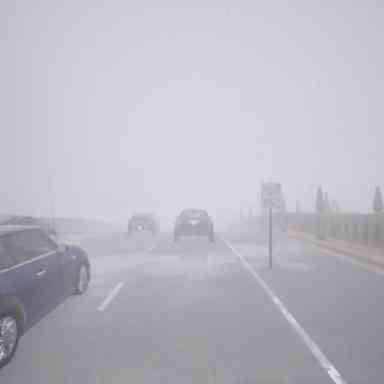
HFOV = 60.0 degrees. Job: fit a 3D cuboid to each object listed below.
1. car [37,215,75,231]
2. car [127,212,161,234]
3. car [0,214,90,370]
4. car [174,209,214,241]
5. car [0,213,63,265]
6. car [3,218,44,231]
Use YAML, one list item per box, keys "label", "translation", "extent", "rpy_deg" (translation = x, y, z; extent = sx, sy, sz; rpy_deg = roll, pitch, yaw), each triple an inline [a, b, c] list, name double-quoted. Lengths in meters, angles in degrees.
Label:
- label: "car"
  translation: [-13.996, 3.299, 34.673]
  extent: [1.882, 1.535, 5.008]
  rpy_deg: [0, -7, 0]
- label: "car"
  translation: [-3.397, 2.232, 23.940]
  extent: [1.837, 1.490, 4.892]
  rpy_deg: [0, -5, 0]
- label: "car"
  translation: [-3.399, 1.353, 5.845]
  extent: [2.097, 1.767, 4.553]
  rpy_deg: [0, 0, 0]
- label: "car"
  translation: [0.103, 1.745, 18.985]
  extent: [2.097, 1.767, 4.553]
  rpy_deg: [0, -3, 0]
- label: "car"
  translation: [-6.900, 1.624, 12.924]
  extent: [1.837, 1.490, 4.892]
  rpy_deg: [0, -2, 0]
- label: "car"
  translation: [-17.494, 3.442, 34.821]
  extent: [1.895, 1.301, 4.718]
  rpy_deg: [0, -7, 0]
